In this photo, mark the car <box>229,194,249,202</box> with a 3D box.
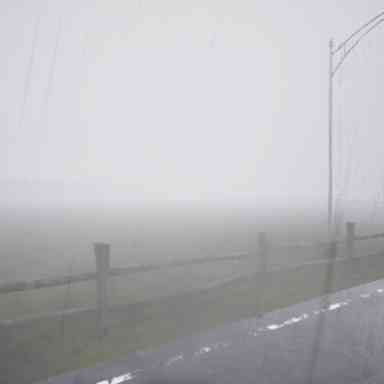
[{"bbox_3d":[9.774,1.195,69.109,1.882,1.535,5.008,2,0,-36],"label":"car"}]
